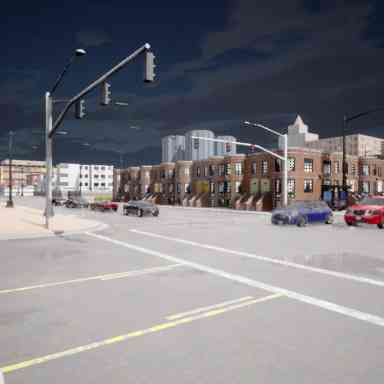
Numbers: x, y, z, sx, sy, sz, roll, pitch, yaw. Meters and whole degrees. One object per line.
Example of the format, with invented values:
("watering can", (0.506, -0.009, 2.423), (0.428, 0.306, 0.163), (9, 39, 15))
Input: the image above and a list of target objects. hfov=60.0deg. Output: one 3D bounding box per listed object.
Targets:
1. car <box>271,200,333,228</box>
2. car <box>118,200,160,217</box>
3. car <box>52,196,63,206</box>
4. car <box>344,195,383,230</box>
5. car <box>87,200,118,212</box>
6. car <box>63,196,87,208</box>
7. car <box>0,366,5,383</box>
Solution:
("car", (7.391, 1.352, 22.226), (4.553, 1.767, 2.097), (0, 0, -36))
("car", (-4.847, 1.505, 31.338), (1.837, 1.490, 4.892), (0, 0, -36))
("car", (-22.288, 1.492, 55.565), (2.128, 1.511, 4.902), (0, 0, -35))
("car", (12.070, 1.224, 21.275), (5.566, 2.045, 2.150), (0, 0, -36))
("car", (-10.315, 1.601, 38.907), (1.895, 1.301, 4.718), (0, 0, -36))
("car", (-16.264, 1.352, 47.154), (2.097, 1.767, 4.553), (0, 0, -36))
("car", (-3.770, 1.221, 1.079), (5.566, 2.045, 2.150), (0, 0, -35))
